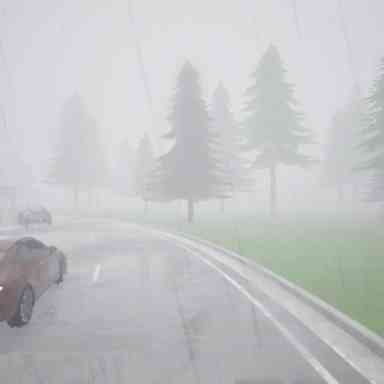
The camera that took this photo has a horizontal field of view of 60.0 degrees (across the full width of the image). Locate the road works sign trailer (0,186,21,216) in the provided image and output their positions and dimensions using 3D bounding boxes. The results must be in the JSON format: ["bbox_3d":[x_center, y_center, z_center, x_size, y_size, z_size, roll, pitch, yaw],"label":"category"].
[{"bbox_3d":[-22.341,1.051,39.913,2.880,3.560,2.380,-1,0,30],"label":"road works sign trailer"}]

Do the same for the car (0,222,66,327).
[{"bbox_3d":[-3.977,1.630,6.952,1.812,1.442,4.674,-1,0,-9],"label":"car"}]

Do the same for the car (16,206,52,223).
[{"bbox_3d":[-12.122,1.836,25.461,2.128,1.511,4.902,0,-1,-36],"label":"car"}]
